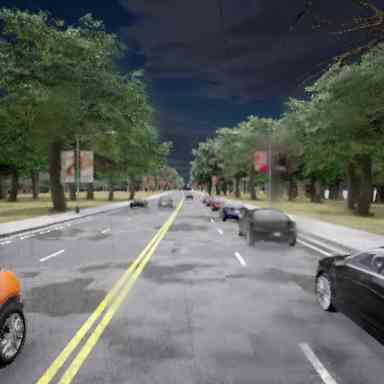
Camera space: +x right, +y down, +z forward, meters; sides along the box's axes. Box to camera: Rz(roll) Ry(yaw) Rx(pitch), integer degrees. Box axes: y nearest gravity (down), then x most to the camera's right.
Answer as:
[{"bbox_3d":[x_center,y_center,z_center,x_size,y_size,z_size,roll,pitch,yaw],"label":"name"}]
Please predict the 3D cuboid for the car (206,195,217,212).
[{"bbox_3d":[3.119,1.406,37.150,2.163,1.488,4.792,0,0,0],"label":"car"}]

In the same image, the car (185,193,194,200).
[{"bbox_3d":[-0.609,1.115,79.296,1.837,1.490,4.892,0,0,-1],"label":"car"}]

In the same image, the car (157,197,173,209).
[{"bbox_3d":[-3.524,1.365,44.215,2.128,1.511,4.902,0,0,0],"label":"car"}]

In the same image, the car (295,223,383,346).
[{"bbox_3d":[3.347,1.481,4.737,2.128,1.511,4.902,0,0,0],"label":"car"}]

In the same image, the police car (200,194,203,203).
[{"bbox_3d":[2.912,1.299,59.141,2.038,1.542,4.974,0,0,-1],"label":"police car"}]

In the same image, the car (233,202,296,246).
[{"bbox_3d":[3.230,1.446,15.098,1.882,1.535,5.008,0,0,0],"label":"car"}]

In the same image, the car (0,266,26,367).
[{"bbox_3d":[-3.351,1.346,2.697,2.097,1.767,4.553,0,0,0],"label":"car"}]

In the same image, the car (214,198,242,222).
[{"bbox_3d":[3.186,1.444,26.139,2.163,1.488,4.792,0,0,0],"label":"car"}]

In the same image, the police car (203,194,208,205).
[{"bbox_3d":[3.028,1.358,48.131,2.038,1.542,4.974,0,0,-1],"label":"police car"}]

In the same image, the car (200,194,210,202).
[{"bbox_3d":[2.773,1.205,70.150,1.882,1.535,5.008,0,0,-1],"label":"car"}]

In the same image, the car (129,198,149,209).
[{"bbox_3d":[-6.765,1.481,42.713,1.895,1.301,4.718,0,0,0],"label":"car"}]
